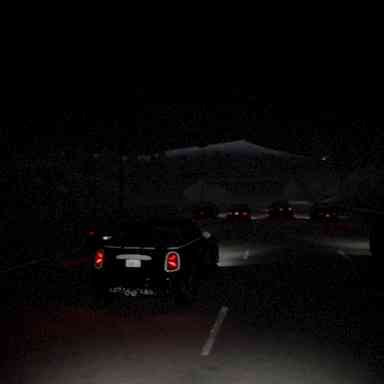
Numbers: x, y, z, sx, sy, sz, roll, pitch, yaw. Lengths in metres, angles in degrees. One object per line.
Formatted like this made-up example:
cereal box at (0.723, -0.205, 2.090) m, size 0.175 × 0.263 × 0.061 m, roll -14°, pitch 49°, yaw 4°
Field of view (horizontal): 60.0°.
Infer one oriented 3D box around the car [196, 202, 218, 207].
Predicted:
car at (1.470, 1.774, 32.925) m, size 1.882 × 1.535 × 5.008 m, roll -1°, pitch -1°, yaw 13°

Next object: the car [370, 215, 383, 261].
car at (6.703, 1.240, 9.121) m, size 2.150 × 2.045 × 5.566 m, roll -1°, pitch -1°, yaw 14°

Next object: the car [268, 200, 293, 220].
car at (8.137, 1.559, 30.698) m, size 2.097 × 1.767 × 4.553 m, roll -1°, pitch -1°, yaw 13°

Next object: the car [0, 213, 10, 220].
car at (-12.717, 1.803, 19.045) m, size 2.128 × 1.511 × 4.902 m, roll -1°, pitch -1°, yaw 13°

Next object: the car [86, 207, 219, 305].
car at (-0.645, 1.441, 8.622) m, size 2.097 × 1.767 × 4.553 m, roll -1°, pitch -1°, yaw 14°

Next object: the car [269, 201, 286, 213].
car at (10.792, 1.852, 42.163) m, size 1.994 × 1.385 × 4.181 m, roll -1°, pitch -1°, yaw 13°

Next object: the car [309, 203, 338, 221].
car at (11.210, 1.680, 28.440) m, size 1.812 × 1.442 × 4.674 m, roll -1°, pitch -1°, yaw 13°

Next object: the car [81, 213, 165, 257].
car at (-2.808, 1.731, 14.550) m, size 1.994 × 1.385 × 4.181 m, roll -1°, pitch -1°, yaw 13°

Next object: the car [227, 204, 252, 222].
car at (4.132, 1.778, 28.895) m, size 2.033 × 1.411 × 5.357 m, roll -1°, pitch -1°, yaw 13°
